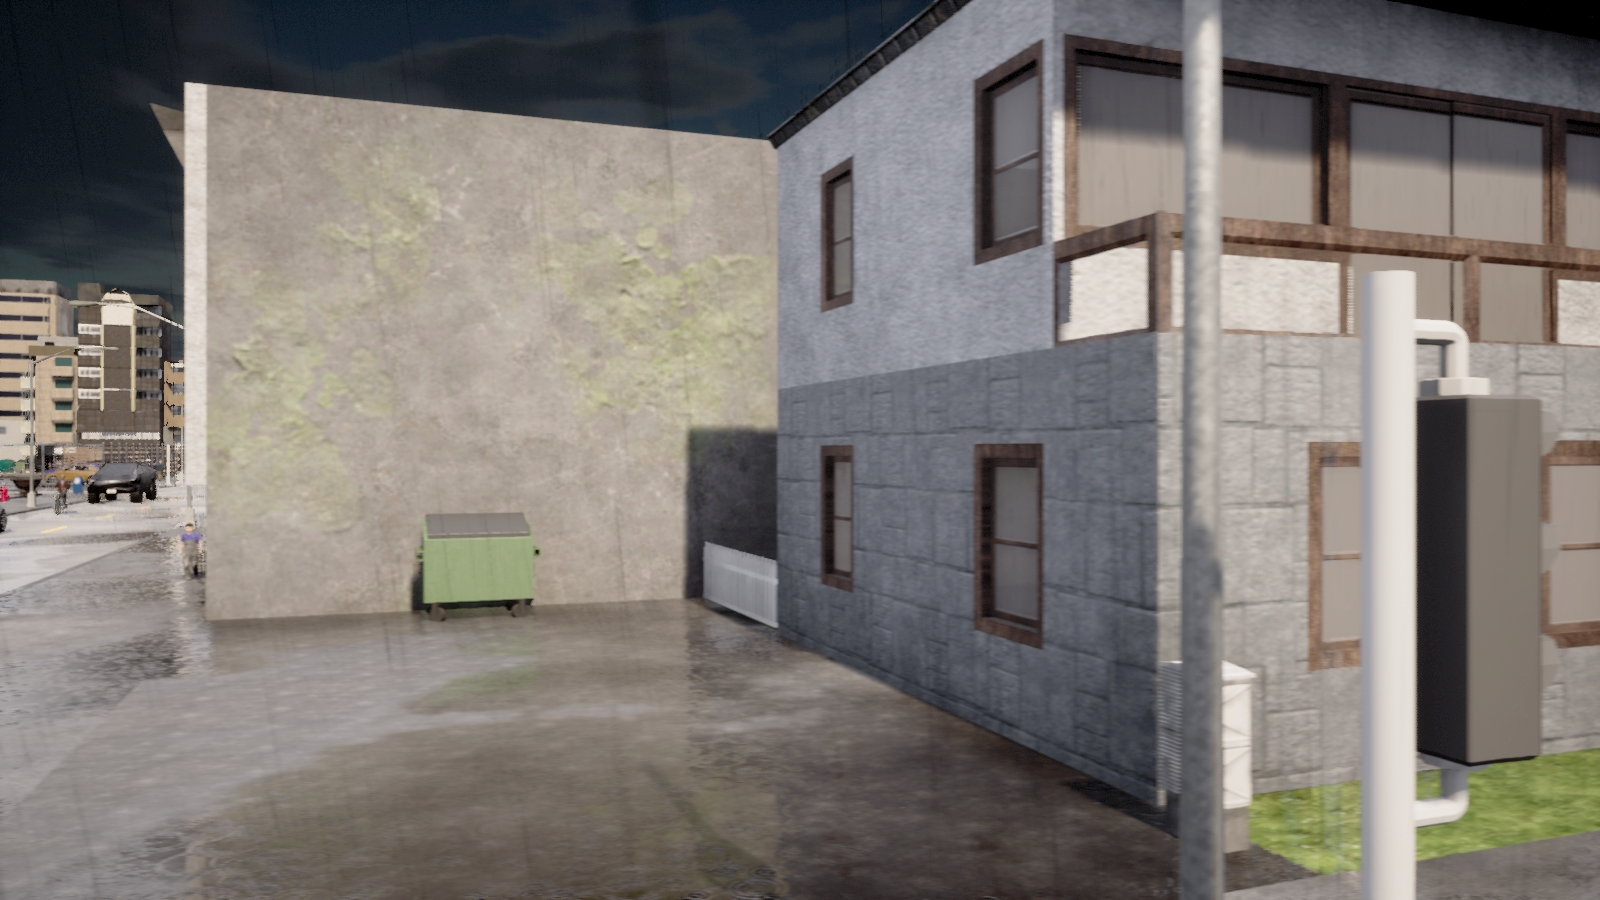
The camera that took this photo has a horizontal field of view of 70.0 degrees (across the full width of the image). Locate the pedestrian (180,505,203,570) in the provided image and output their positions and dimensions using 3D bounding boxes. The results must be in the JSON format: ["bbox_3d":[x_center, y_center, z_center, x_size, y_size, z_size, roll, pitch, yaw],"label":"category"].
[{"bbox_3d":[-12.599,1.805,23.654,0.375,1.300,0.375,0,0,-20],"label":"pedestrian"}]

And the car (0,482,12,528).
[{"bbox_3d":[-27.212,1.845,36.949,1.970,1.475,3.806,0,0,-20],"label":"car"}]

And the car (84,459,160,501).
[{"bbox_3d":[-36.249,1.535,61.259,2.390,2.098,6.274,0,0,-20],"label":"car"}]
